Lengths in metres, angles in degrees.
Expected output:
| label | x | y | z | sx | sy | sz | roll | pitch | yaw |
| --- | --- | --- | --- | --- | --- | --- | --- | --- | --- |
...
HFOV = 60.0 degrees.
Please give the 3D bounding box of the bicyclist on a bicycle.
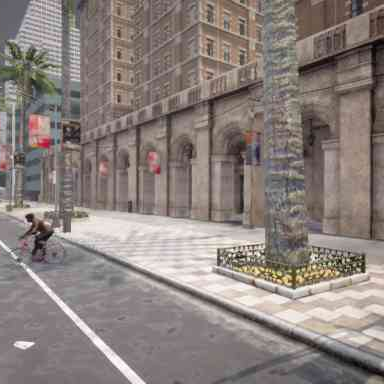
| label | x | y | z | sx | sy | sz | roll | pitch | yaw |
| --- | --- | --- | --- | --- | --- | --- | --- | --- | --- |
| bicyclist on a bicycle | -4.561 | 1.445 | 9.760 | 1.656 | 1.620 | 0.582 | -2 | 1 | -36 |
